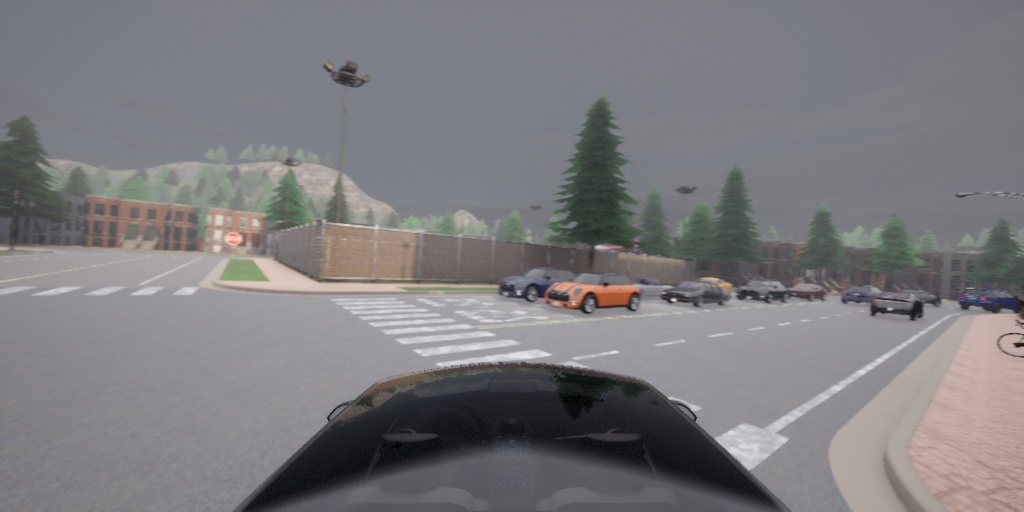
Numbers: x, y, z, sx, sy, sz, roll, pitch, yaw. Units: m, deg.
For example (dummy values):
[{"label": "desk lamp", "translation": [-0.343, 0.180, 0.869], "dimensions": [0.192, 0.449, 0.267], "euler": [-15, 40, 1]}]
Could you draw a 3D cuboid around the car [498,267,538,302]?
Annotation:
[{"label": "car", "translation": [1.519, 1.372, 18.665], "dimensions": [4.553, 1.767, 2.097], "euler": [4, -1, -37]}]

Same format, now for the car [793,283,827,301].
[{"label": "car", "translation": [27.233, 3.276, 33.181], "dimensions": [5.008, 1.535, 1.882], "euler": [4, -1, -33]}]

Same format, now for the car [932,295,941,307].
[{"label": "car", "translation": [39.870, 4.113, 35.336], "dimensions": [4.902, 1.511, 2.128], "euler": [4, -1, -16]}]

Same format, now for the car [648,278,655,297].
[{"label": "car", "translation": [8.683, 2.131, 24.048], "dimensions": [4.718, 1.301, 1.895], "euler": [4, -1, -37]}]

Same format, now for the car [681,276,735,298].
[{"label": "car", "translation": [16.288, 2.547, 29.699], "dimensions": [5.008, 1.535, 1.882], "euler": [4, -1, -36]}]

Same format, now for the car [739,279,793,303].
[{"label": "car", "translation": [19.122, 2.577, 27.405], "dimensions": [4.553, 1.767, 2.097], "euler": [4, -1, -36]}]

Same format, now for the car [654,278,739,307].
[{"label": "car", "translation": [11.166, 2.209, 21.540], "dimensions": [5.357, 1.411, 2.033], "euler": [4, -1, -37]}]

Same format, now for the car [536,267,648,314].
[{"label": "car", "translation": [3.618, 1.476, 15.866], "dimensions": [4.553, 1.767, 2.097], "euler": [4, -1, -37]}]

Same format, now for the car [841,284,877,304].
[{"label": "car", "translation": [30.572, 3.339, 30.967], "dimensions": [4.553, 1.767, 2.097], "euler": [4, -1, -31]}]

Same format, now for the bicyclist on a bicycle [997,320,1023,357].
[{"label": "bicyclist on a bicycle", "translation": [14.503, 2.050, 9.686], "dimensions": [0.582, 1.620, 1.656], "euler": [4, -1, -37]}]

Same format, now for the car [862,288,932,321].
[{"label": "car", "translation": [23.213, 2.916, 21.591], "dimensions": [4.902, 1.511, 2.128], "euler": [4, -1, -37]}]

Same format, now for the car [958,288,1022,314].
[{"label": "car", "translation": [43.720, 4.057, 32.713], "dimensions": [5.566, 2.045, 2.150], "euler": [4, -1, -15]}]
